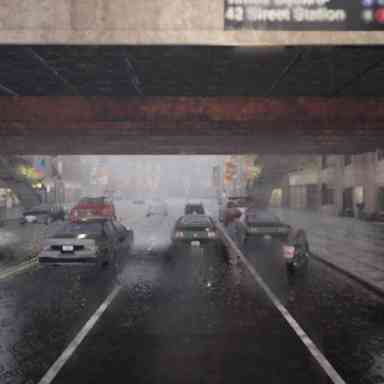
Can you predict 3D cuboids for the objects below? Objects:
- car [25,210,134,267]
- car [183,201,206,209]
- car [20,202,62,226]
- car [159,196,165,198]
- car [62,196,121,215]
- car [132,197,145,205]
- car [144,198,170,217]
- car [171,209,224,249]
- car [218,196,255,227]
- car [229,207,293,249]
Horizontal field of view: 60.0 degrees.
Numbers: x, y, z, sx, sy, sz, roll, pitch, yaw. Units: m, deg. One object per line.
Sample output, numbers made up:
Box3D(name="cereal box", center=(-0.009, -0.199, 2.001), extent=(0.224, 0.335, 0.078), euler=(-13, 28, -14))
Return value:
Box3D(name="car", center=(-3.369, 1.589, 11.588), extent=(2.033, 1.411, 5.357), euler=(0, 0, 0))
Box3D(name="car", center=(0.222, 1.619, 32.003), extent=(1.837, 1.490, 4.892), euler=(0, 0, 0))
Box3D(name="car", center=(-10.476, 1.578, 23.975), extent=(2.128, 1.511, 4.902), euler=(0, 0, 0))
Box3D(name="car", center=(-6.901, 1.834, 65.775), extent=(1.895, 1.301, 4.718), euler=(0, 0, 0))
Box3D(name="car", center=(-6.976, 1.307, 23.871), extent=(2.150, 2.045, 5.566), euler=(0, 0, 0))
Box3D(name="car", center=(-10.405, 1.710, 65.206), extent=(1.882, 1.535, 5.008), euler=(0, 0, 0))
Box3D(name="car", center=(-3.291, 1.643, 32.930), extent=(1.812, 1.442, 4.674), euler=(0, 0, 0))
Box3D(name="car", center=(0.161, 1.654, 14.762), extent=(1.895, 1.301, 4.718), euler=(0, 0, 1))
Box3D(name="car", center=(3.179, 1.314, 23.889), extent=(2.435, 2.045, 5.566), euler=(0, 0, 0))
Box3D(name="car", center=(3.225, 1.654, 16.492), extent=(1.895, 1.301, 4.718), euler=(0, 0, 0))
